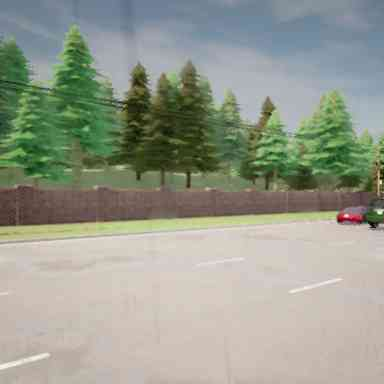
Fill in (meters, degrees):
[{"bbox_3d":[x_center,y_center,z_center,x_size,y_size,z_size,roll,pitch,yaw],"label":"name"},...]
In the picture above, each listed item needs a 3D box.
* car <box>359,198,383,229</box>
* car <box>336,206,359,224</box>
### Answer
[{"bbox_3d":[13.832,1.405,22.198,5.566,2.045,2.150,1,0,-35],"label":"car"},{"bbox_3d":[13.181,1.761,26.033,4.181,1.385,1.994,1,0,-35],"label":"car"}]
